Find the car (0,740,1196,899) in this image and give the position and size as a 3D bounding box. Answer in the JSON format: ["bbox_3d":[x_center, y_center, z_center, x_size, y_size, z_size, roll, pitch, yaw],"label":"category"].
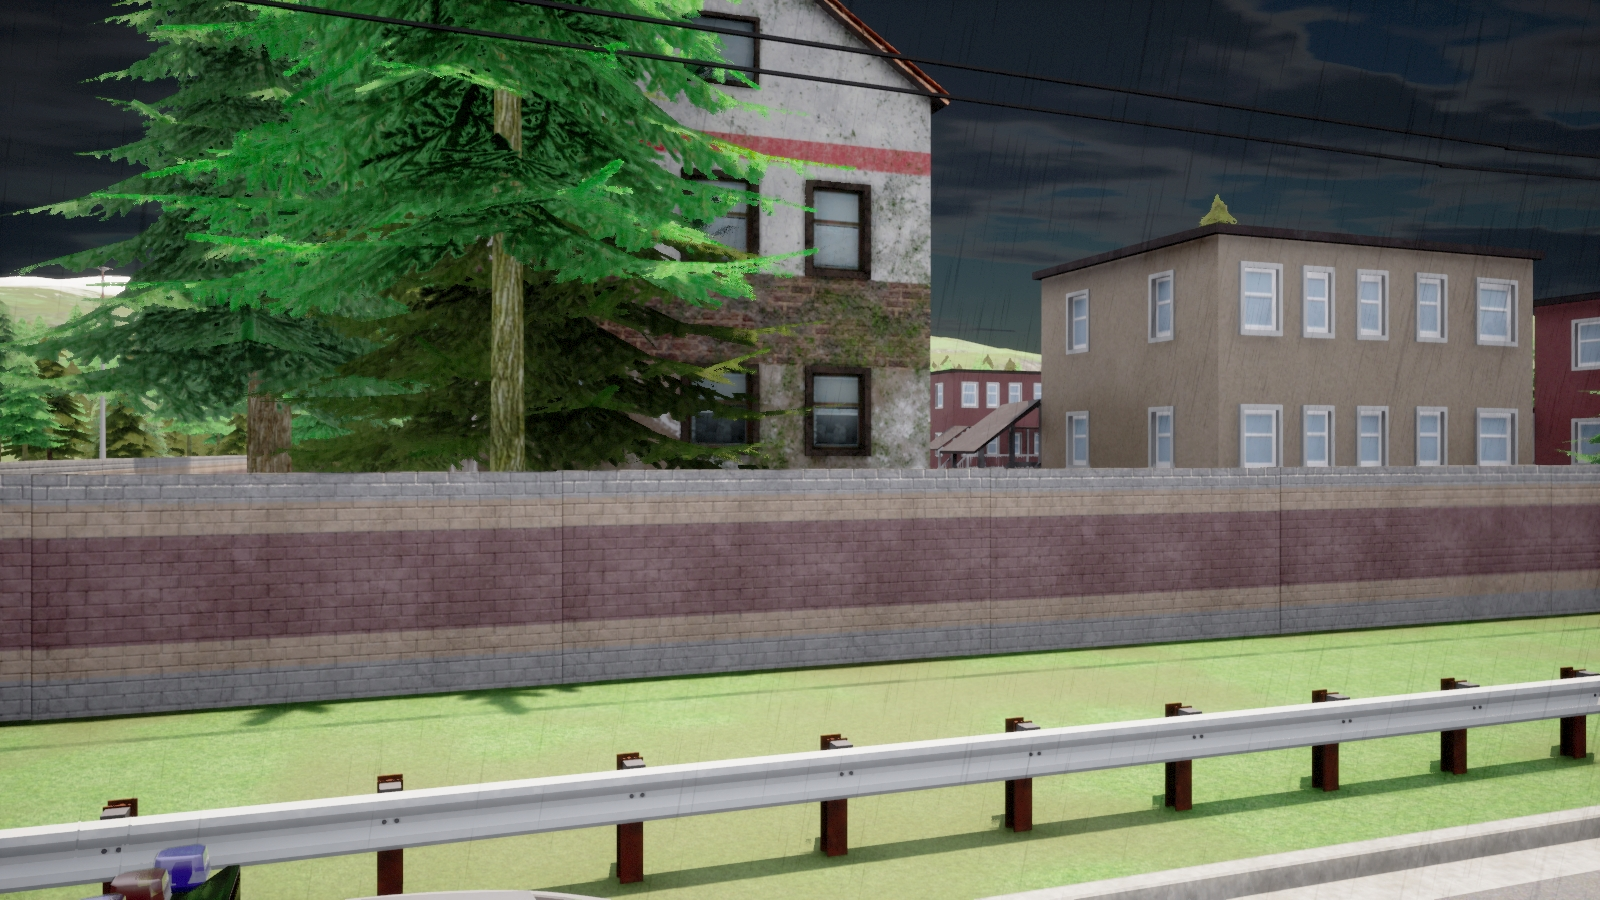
[{"bbox_3d":[-1.671,1.982,2.695,5.238,1.638,2.097,0,0,-20],"label":"car"}]
